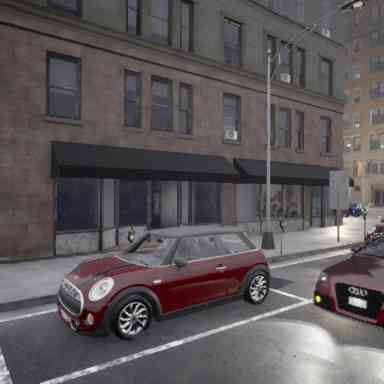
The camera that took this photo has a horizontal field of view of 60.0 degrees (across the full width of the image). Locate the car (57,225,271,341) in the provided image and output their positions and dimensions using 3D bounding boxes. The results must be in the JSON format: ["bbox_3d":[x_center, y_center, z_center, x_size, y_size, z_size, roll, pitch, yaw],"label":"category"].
[{"bbox_3d":[-0.411,1.441,6.473,4.097,1.590,1.967,0,0,-36],"label":"car"}]

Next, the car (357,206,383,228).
[{"bbox_3d":[8.516,1.445,12.879,4.097,1.590,1.967,0,0,-36],"label":"car"}]

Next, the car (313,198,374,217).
[{"bbox_3d":[14.453,1.416,32.055,2.128,1.511,4.902,1,0,-36],"label":"car"}]

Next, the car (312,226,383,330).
[{"bbox_3d":[4.239,1.566,6.425,4.181,1.385,1.994,0,0,-36],"label":"car"}]

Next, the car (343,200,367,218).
[{"bbox_3d":[12.325,1.123,29.458,2.150,2.045,5.566,1,0,-36],"label":"car"}]
